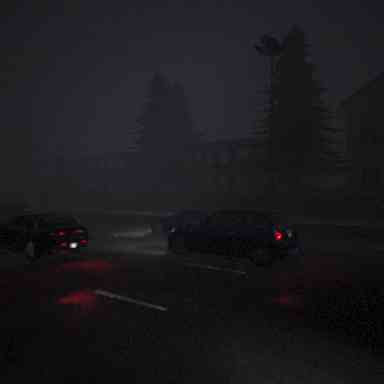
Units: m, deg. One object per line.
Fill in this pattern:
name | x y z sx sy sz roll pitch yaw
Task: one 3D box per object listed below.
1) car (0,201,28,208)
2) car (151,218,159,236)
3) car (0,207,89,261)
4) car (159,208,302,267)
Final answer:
car | -15.343 1.564 27.835 4.892 1.490 1.837 0 0 36
car | 0.036 1.545 16.866 4.674 1.442 1.812 0 0 36
car | -5.919 1.528 12.514 4.892 1.490 1.837 0 0 35
car | 1.344 1.363 11.631 4.553 1.767 2.097 0 0 36
